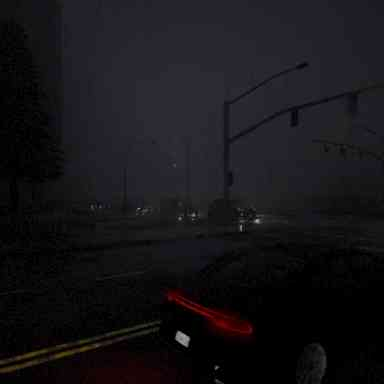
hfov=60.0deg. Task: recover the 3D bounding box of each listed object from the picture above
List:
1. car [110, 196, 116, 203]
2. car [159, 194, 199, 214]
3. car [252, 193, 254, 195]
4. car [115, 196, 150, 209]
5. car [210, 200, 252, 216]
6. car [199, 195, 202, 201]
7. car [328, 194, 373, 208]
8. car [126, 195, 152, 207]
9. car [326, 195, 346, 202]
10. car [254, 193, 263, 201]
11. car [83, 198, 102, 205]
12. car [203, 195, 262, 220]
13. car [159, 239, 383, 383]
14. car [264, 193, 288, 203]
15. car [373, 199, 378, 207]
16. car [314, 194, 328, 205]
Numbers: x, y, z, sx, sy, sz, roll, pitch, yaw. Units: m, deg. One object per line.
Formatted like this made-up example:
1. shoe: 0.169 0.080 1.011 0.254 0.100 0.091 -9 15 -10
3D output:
1. car: -14.883 1.536 66.830 1.837 1.490 4.892 0 0 -35
2. car: -1.688 1.375 36.108 2.097 1.767 4.553 0 0 -36
3. car: 12.125 1.460 78.825 1.970 1.475 3.806 0 0 -36
4. car: -8.049 1.514 44.981 2.128 1.511 4.902 0 0 -36
5. car: 3.916 1.590 34.302 1.994 1.385 4.181 0 0 -36
6. car: -1.315 1.504 41.595 1.882 1.535 5.008 0 0 -36
7. car: 21.734 1.205 45.748 1.932 1.855 4.605 0 0 -36
8. car: -8.256 1.380 51.293 2.097 1.767 4.553 0 0 -35
9. car: 32.296 1.445 74.686 1.784 1.438 3.905 0 0 -36
10. car: 14.483 1.432 80.505 1.784 1.438 3.905 0 0 -36
11. car: -17.497 1.623 58.299 1.895 1.301 4.718 0 0 -36
12. car: 3.451 1.375 28.950 2.097 1.767 4.553 0 0 -36
13. car: 1.913 1.483 5.161 5.008 1.535 1.882 0 0 -35
14. car: 16.190 1.453 63.179 1.970 1.475 3.806 0 0 -36
15. car: 24.122 1.211 47.383 1.905 1.878 3.866 0 0 -36
16. car: 29.900 1.231 73.058 1.932 1.855 4.605 0 0 -36
